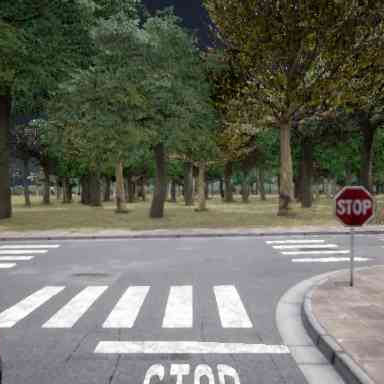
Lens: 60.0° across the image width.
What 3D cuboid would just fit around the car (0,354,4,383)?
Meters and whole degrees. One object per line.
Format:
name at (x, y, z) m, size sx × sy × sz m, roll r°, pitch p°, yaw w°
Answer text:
car at (-2.648, 1.439, 1.272) m, size 1.967 × 1.590 × 4.097 m, roll -1°, pitch 0°, yaw 0°
